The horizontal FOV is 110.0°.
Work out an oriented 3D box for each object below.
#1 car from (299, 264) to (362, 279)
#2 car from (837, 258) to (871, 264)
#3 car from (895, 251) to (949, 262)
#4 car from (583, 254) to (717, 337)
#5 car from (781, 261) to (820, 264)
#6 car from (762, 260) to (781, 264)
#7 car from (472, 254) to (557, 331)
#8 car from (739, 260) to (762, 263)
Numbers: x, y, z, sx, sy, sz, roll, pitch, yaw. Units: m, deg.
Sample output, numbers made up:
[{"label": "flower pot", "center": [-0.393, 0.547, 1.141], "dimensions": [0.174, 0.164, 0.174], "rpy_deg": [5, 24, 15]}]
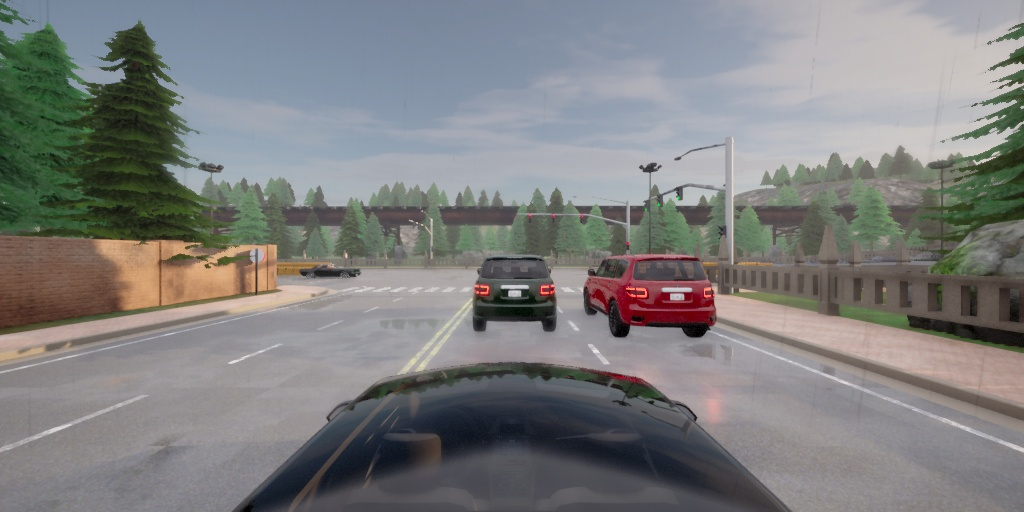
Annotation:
[{"label": "car", "center": [-15.902, 1.351, 31.621], "dimensions": [4.718, 1.301, 1.895], "rpy_deg": [0, 0, 0]}, {"label": "car", "center": [41.756, 1.081, 45.553], "dimensions": [4.902, 1.511, 2.128], "rpy_deg": [-2, 0, 0]}, {"label": "car", "center": [49.122, 0.452, 42.007], "dimensions": [5.566, 2.045, 2.150], "rpy_deg": [-3, 0, 0]}, {"label": "car", "center": [3.570, 0.971, 10.386], "dimensions": [2.150, 2.045, 5.566], "rpy_deg": [0, 0, 0]}, {"label": "car", "center": [34.741, 1.302, 42.068], "dimensions": [4.181, 1.385, 1.994], "rpy_deg": [0, 0, 0]}, {"label": "car", "center": [31.376, 1.297, 45.588], "dimensions": [5.357, 1.411, 2.033], "rpy_deg": [0, 0, 0]}, {"label": "car", "center": [0.070, 0.971, 11.063], "dimensions": [2.150, 2.045, 5.566], "rpy_deg": [0, 0, 0]}, {"label": "car", "center": [25.828, 1.241, 42.097], "dimensions": [4.902, 1.511, 2.128], "rpy_deg": [0, 0, 0]}]
